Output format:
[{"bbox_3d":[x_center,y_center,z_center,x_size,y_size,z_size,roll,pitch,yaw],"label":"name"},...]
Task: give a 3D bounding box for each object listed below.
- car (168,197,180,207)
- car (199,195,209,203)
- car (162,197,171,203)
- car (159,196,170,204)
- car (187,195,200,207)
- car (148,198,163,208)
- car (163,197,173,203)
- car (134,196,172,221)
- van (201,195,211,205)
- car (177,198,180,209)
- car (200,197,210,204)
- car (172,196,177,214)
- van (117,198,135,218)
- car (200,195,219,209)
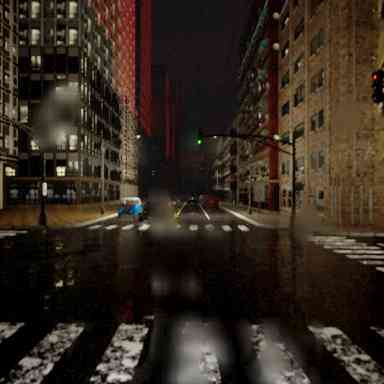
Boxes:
[{"bbox_3d":[-3.019,1.671,56.931,1.882,1.535,5.008,0,0,0],"label":"car"},{"bbox_3d":[2.662,1.577,74.947,2.192,1.841,5.009,0,0,0],"label":"car"},{"bbox_3d":[-5.718,1.786,74.773,1.752,1.417,4.829,0,0,0],"label":"car"},{"bbox_3d":[-5.716,1.680,69.392,1.967,1.590,4.097,0,0,0],"label":"car"},{"bbox_3d":[0.085,1.684,57.154,2.128,1.511,4.902,0,0,-1],"label":"car"},{"bbox_3d":[-5.710,1.703,52.569,1.752,1.417,4.829,0,0,0],"label":"car"},{"bbox_3d":[-5.720,1.834,80.494,2.008,1.369,4.403,0,0,0],"label":"car"},{"bbox_3d":[-3.139,1.442,27.806,2.097,1.767,4.553,0,0,1],"label":"car"},{"bbox_3d":[2.666,1.560,63.846,1.690,1.788,3.998,0,0,0],"label":"van"},{"bbox_3d":[-3.067,1.507,46.487,2.097,1.767,4.553,0,0,0],"label":"car"},{"bbox_3d":[2.665,1.791,69.396,2.008,1.369,4.403,0,0,0],"label":"car"},{"bbox_3d":[-3.101,1.472,36.595,2.097,1.767,4.553,0,0,0],"label":"car"},{"bbox_3d":[-5.701,1.440,30.536,1.690,1.788,3.998,0,0,0],"label":"van"},{"bbox_3d":[2.672,1.473,47.194,2.192,1.841,5.009,0,0,0],"label":"car"}]
